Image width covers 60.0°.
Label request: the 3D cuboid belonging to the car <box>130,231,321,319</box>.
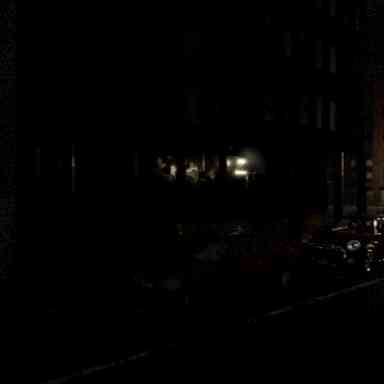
[{"bbox_3d":[0.733,1.588,7.291,4.206,1.307,1.802,0,0,-36],"label":"car"}]

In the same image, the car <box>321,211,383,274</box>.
[{"bbox_3d":[5.325,1.451,10.569,4.097,1.590,1.967,0,0,-36],"label":"car"}]
